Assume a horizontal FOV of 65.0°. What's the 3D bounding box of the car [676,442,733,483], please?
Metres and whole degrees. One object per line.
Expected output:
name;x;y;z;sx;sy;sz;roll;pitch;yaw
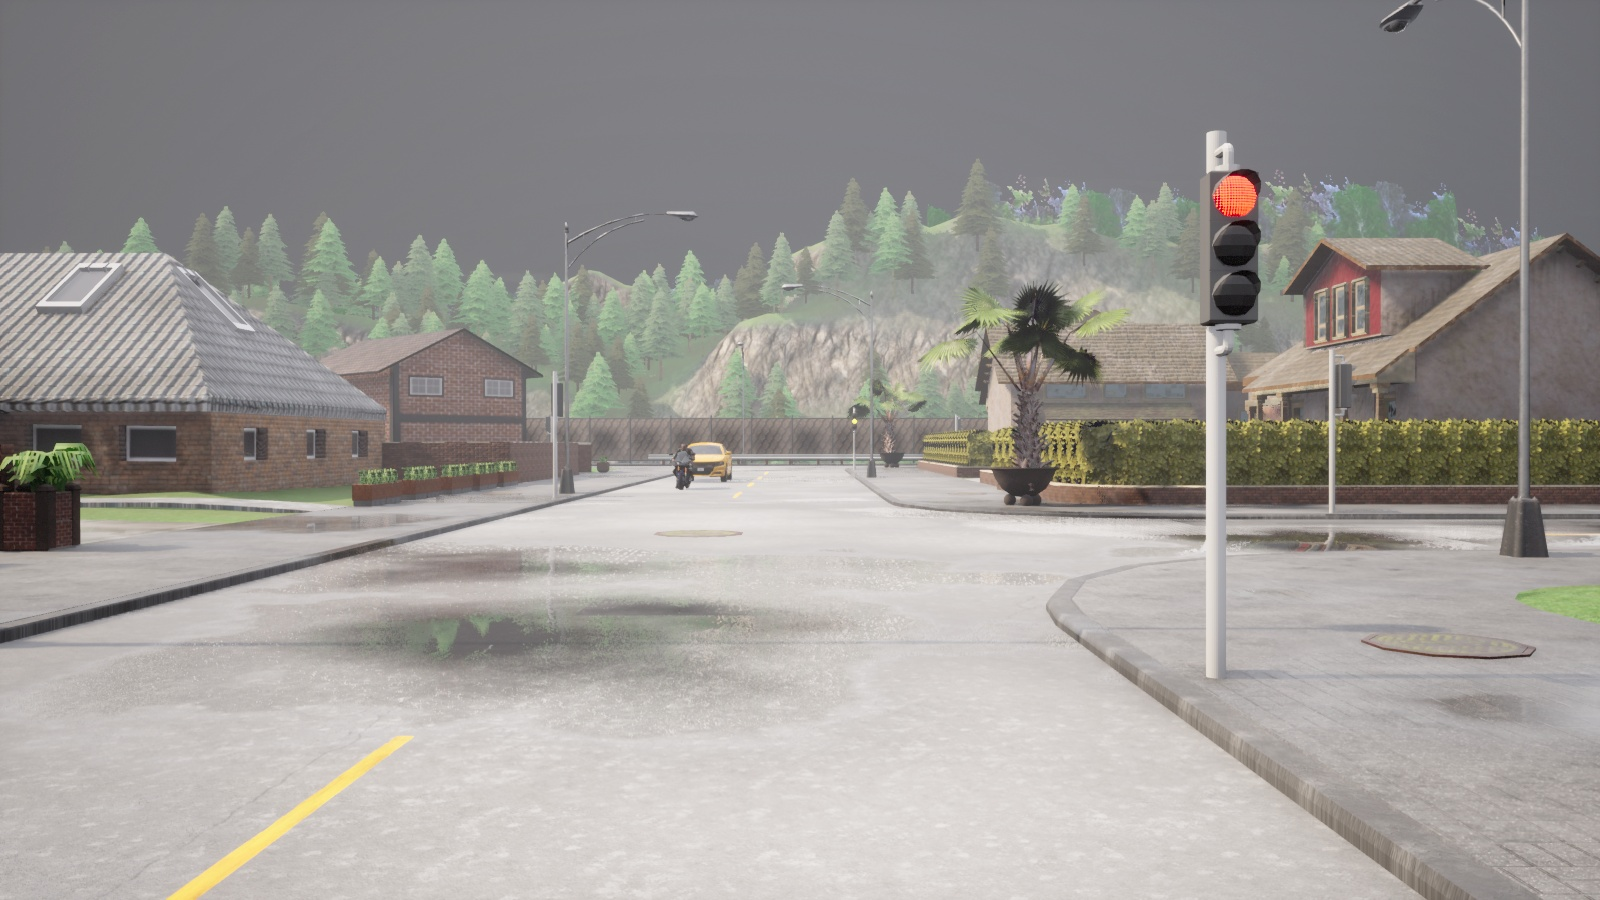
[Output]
car;-3.719;0.441;49.599;1.882;1.535;5.008;0;0;0

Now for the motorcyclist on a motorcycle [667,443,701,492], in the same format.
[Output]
motorcyclist on a motorcycle;-3.750;0.549;40.694;0.866;1.530;2.191;0;0;1
